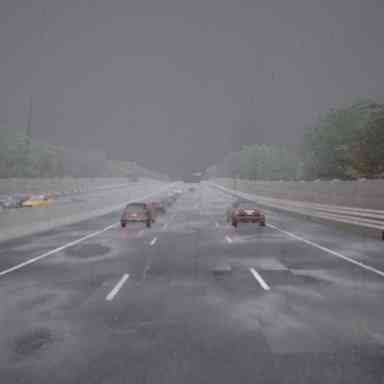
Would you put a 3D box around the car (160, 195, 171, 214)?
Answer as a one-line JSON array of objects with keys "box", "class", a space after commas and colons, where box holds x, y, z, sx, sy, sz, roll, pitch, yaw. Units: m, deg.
[{"box": [-3.510, 1.397, 33.485, 1.837, 1.490, 4.892, 0, 1, 0], "class": "car"}]

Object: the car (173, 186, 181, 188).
[{"box": [-3.522, -0.379, 77.479, 2.150, 2.045, 5.566, 0, 3, 0], "class": "car"}]

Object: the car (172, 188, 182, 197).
[{"box": [-3.519, 0.418, 66.468, 1.994, 1.385, 4.181, 0, 2, 0], "class": "car"}]

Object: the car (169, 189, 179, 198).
[{"box": [-3.516, 0.790, 55.470, 1.812, 1.442, 4.674, 0, 2, 0], "class": "car"}]

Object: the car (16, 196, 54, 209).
[{"box": [-17.581, 1.279, 38.148, 1.882, 1.535, 5.008, 0, 1, 0], "class": "car"}]

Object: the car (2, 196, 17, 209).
[{"box": [-21.074, 1.237, 40.430, 2.128, 1.511, 4.902, 0, 1, 0], "class": "car"}]

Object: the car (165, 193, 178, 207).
[{"box": [-3.445, 1.227, 44.693, 1.895, 1.301, 4.718, 0, 2, 3], "class": "car"}]

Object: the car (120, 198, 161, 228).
[{"box": [-3.507, 1.435, 22.495, 2.033, 1.649, 4.856, 0, 0, 0], "class": "car"}]

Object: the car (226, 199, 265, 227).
[{"box": [3.592, 1.358, 22.944, 2.097, 1.767, 4.553, 0, 0, 0], "class": "car"}]

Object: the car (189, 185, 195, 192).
[{"box": [-0.026, -0.796, 92.592, 1.837, 1.490, 4.892, 0, 3, 0], "class": "car"}]

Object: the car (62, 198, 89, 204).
[{"box": [-14.077, 1.346, 40.467, 1.895, 1.301, 4.718, 0, 1, 0], "class": "car"}]
